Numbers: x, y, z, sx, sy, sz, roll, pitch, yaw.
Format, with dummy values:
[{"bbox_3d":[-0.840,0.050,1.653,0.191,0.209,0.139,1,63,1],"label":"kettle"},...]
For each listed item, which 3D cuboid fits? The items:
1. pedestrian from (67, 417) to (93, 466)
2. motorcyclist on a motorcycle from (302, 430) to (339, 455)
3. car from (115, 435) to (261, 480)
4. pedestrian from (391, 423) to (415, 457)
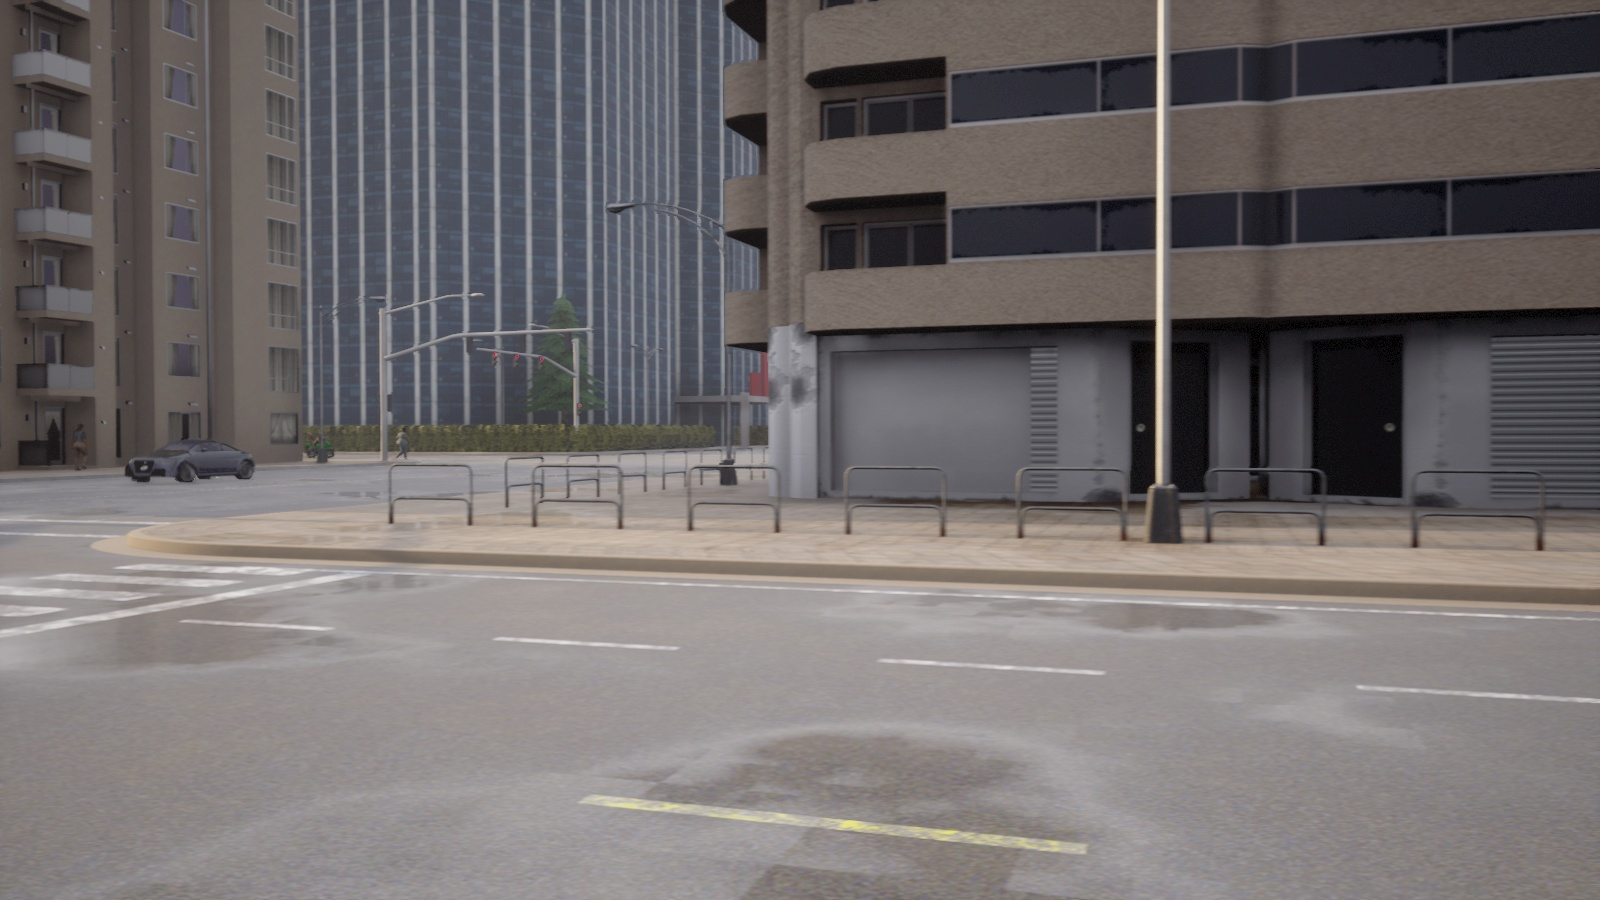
[{"bbox_3d":[-27.480,-0.330,47.923,0.540,1.848,0.694,0,1,3],"label":"pedestrian"},{"bbox_3d":[-28.976,-0.458,75.830,2.044,1.523,0.797,0,1,18],"label":"motorcyclist on a motorcycle"},{"bbox_3d":[-20.163,0.205,41.545,1.994,1.385,4.181,1,1,18],"label":"car"},{"bbox_3d":[-21.912,-0.541,69.270,0.874,1.855,0.900,1,1,33],"label":"pedestrian"}]
